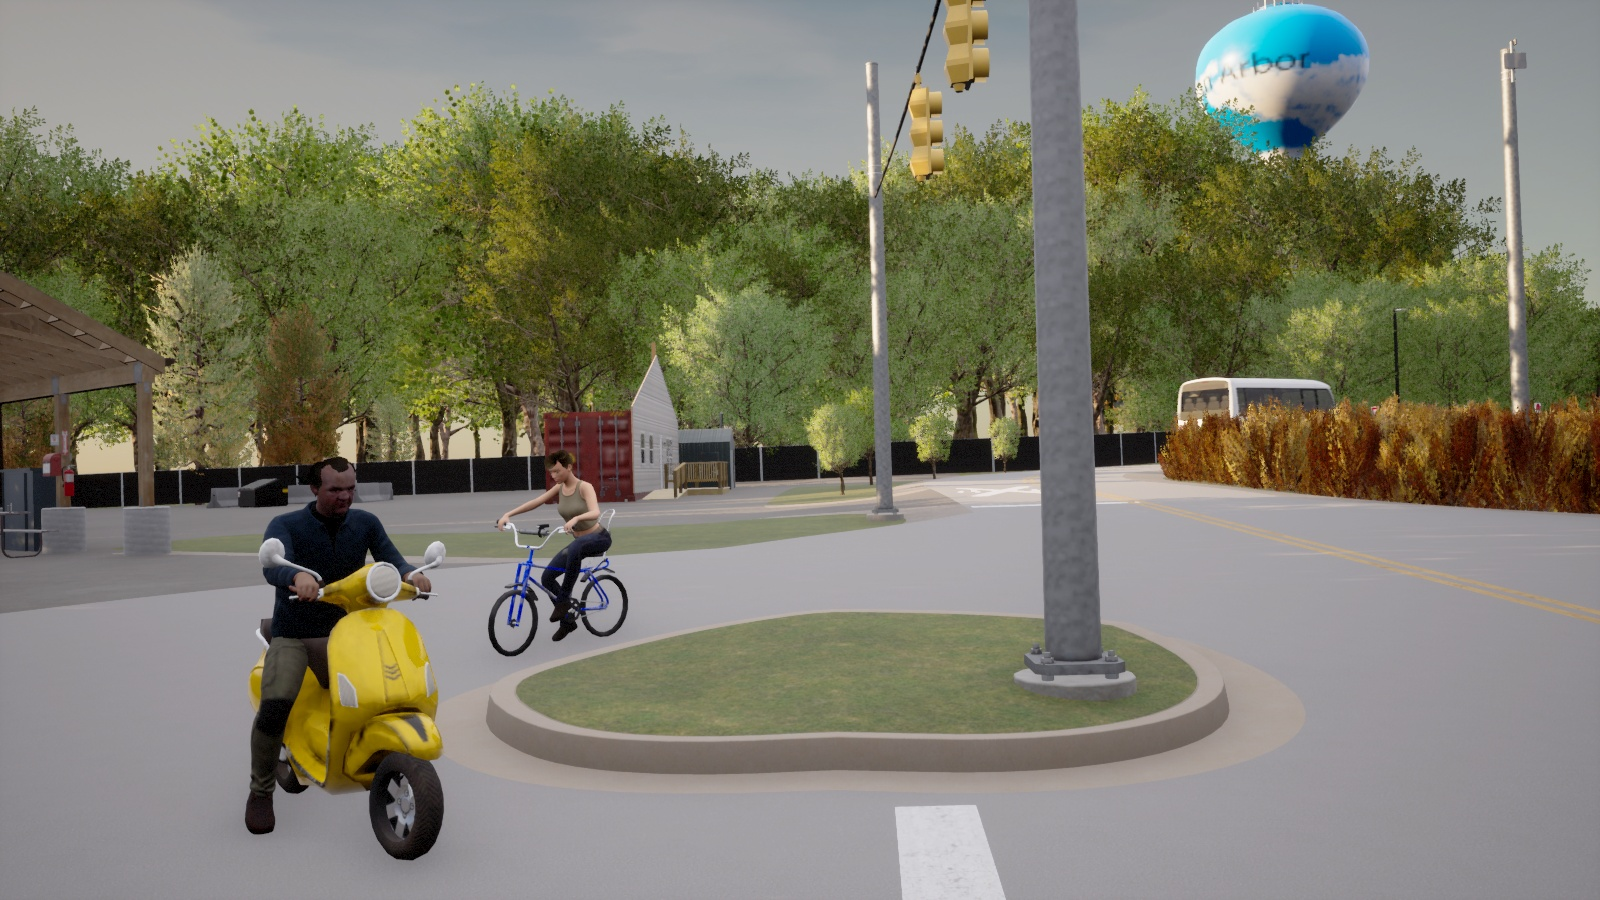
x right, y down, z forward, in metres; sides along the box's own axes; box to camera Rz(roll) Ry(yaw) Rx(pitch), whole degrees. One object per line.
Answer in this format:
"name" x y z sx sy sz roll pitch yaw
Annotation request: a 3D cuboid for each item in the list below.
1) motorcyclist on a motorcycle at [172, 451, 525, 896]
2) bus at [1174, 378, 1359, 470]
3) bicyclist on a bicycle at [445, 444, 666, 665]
"motorcyclist on a motorcycle" -2.029 0.809 5.478 0.866 1.590 1.817 0 0 -40
"bus" 23.919 -1.310 64.091 10.273 4.253 3.944 -1 -1 -38
"bicyclist on a bicycle" -1.980 0.793 10.329 0.866 1.612 1.509 -1 2 39
